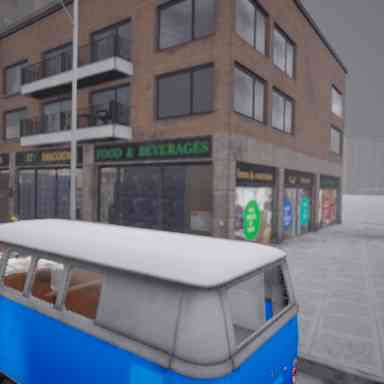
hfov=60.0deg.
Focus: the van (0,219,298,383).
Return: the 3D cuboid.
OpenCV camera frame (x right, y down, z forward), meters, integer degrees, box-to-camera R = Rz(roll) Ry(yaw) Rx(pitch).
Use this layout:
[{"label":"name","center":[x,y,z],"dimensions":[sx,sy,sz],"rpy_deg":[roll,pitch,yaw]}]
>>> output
[{"label":"van","center":[-0.932,1.275,3.525],"dimensions":[3.998,1.788,1.690],"rpy_deg":[2,1,36]}]
